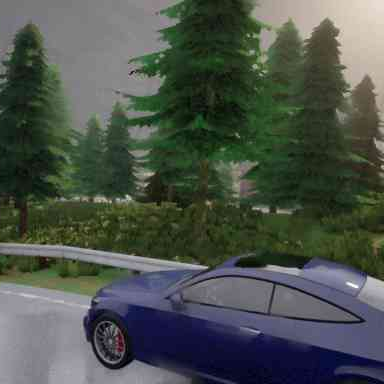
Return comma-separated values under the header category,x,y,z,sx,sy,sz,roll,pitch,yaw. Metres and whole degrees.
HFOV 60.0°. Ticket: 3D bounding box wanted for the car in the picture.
category,x,y,z,sx,sy,sz,roll,pitch,yaw
car,0.761,1.499,4.094,4.674,1.442,1.812,1,1,31
